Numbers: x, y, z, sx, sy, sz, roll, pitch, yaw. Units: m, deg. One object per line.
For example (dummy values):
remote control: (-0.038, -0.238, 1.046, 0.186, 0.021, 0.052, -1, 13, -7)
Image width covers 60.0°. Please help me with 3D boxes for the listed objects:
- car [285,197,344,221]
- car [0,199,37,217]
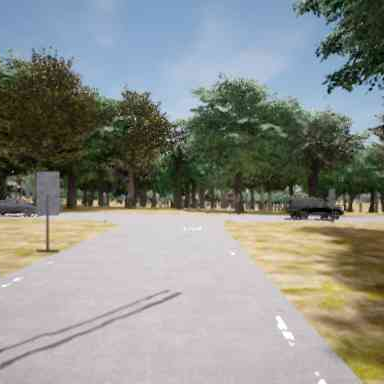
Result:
car: (11.842, 1.564, 32.407, 5.566, 2.045, 2.150, 2, 0, -10)
car: (-15.026, 1.272, 28.486, 4.181, 1.385, 1.994, 1, 0, -6)
